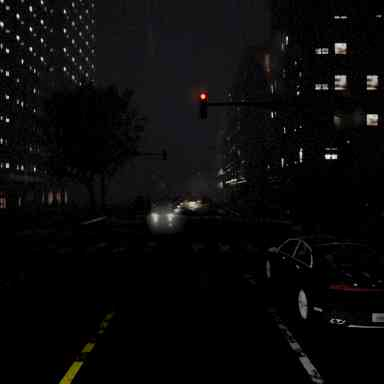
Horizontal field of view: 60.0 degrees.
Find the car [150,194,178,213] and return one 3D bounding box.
[{"bbox_3d":[-3.048,1.371,37.042,2.097,1.767,4.553,0,0,0],"label":"car"}]

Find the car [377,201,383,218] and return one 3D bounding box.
[{"bbox_3d":[13.462,1.350,26.299,4.403,1.369,2.008,-1,1,0],"label":"car"}]

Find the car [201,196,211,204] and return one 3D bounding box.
[{"bbox_3d":[2.782,1.577,67.080,1.752,1.417,4.829,0,0,0],"label":"car"}]

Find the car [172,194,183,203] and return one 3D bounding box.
[{"bbox_3d":[-2.904,1.407,69.306,2.097,1.767,4.553,0,0,0],"label":"car"}]

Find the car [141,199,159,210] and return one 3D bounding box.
[{"bbox_3d":[-5.630,1.592,44.831,1.947,1.339,4.313,0,0,0],"label":"car"}]

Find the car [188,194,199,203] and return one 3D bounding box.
[{"bbox_3d":[0.095,1.581,69.036,1.812,1.442,4.674,0,0,0],"label":"car"}]

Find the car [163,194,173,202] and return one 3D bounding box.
[{"bbox_3d":[-5.584,1.385,77.967,2.192,1.841,5.009,0,0,0],"label":"car"}]

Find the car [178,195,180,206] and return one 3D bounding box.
[{"bbox_3d":[-3.031,1.505,46.276,1.882,1.535,5.008,0,0,0],"label":"car"}]

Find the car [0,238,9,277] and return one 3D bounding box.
[{"bbox_3d":[-5.681,1.545,6.919,1.887,1.381,4.507,0,0,0],"label":"car"}]

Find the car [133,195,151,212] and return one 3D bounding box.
[{"bbox_3d":[-5.637,1.336,39.308,2.192,1.841,5.009,0,0,0],"label":"car"}]

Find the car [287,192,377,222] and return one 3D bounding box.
[{"bbox_3d":[9.743,1.076,23.966,5.566,2.045,2.150,-1,0,3],"label":"car"}]

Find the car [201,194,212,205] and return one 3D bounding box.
[{"bbox_3d":[2.774,1.610,61.387,1.947,1.339,4.313,0,0,0],"label":"car"}]

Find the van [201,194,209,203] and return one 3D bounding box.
[{"bbox_3d":[2.789,1.402,72.434,1.690,1.788,3.998,0,0,0],"label":"van"}]

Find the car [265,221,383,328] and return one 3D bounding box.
[{"bbox_3d":[2.699,1.551,6.908,2.008,1.369,4.403,0,0,0],"label":"car"}]

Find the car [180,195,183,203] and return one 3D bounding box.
[{"bbox_3d":[-3.005,1.565,57.304,1.812,1.442,4.674,0,0,1],"label":"car"}]

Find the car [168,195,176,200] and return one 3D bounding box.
[{"bbox_3d":[-5.561,1.654,94.536,2.008,1.369,4.403,0,0,0],"label":"car"}]

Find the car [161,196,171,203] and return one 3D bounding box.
[{"bbox_3d":[-5.592,1.627,72.445,1.947,1.339,4.313,0,0,0],"label":"car"}]
